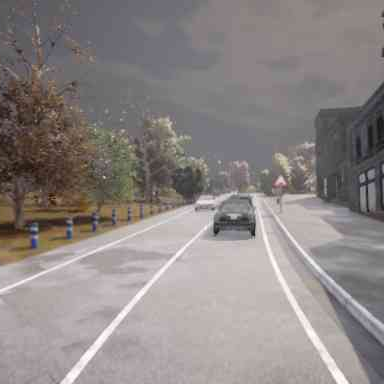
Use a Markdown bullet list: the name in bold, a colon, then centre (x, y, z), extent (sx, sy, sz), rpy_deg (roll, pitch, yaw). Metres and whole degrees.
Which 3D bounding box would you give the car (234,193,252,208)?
- **car**: centre (5.632, 0.875, 36.479), extent (1.837, 1.490, 4.892), rpy_deg (0, 0, 10)

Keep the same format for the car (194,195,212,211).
- **car**: centre (1.457, 1.056, 32.609), extent (1.812, 1.442, 4.674), rpy_deg (0, 1, 11)

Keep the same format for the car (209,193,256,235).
- **car**: centre (2.349, 1.184, 17.959), extent (2.097, 1.767, 4.553), rpy_deg (0, 1, 9)
